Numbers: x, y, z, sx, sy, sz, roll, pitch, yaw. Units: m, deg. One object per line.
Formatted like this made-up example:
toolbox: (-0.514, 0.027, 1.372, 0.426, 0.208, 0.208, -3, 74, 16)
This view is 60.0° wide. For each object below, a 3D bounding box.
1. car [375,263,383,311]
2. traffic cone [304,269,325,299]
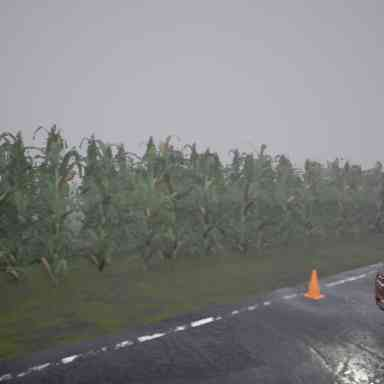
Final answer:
car: (5.601, 1.557, 6.773, 5.008, 1.535, 1.882, 1, -1, -37)
traffic cone: (2.730, 2.026, 7.422, 0.340, 0.580, 0.340, 1, -1, -37)
